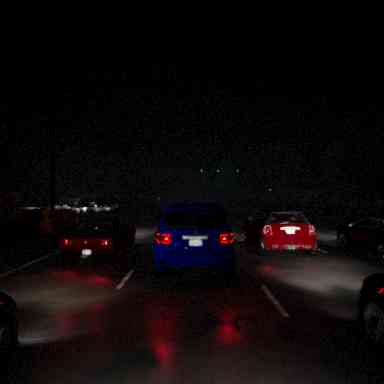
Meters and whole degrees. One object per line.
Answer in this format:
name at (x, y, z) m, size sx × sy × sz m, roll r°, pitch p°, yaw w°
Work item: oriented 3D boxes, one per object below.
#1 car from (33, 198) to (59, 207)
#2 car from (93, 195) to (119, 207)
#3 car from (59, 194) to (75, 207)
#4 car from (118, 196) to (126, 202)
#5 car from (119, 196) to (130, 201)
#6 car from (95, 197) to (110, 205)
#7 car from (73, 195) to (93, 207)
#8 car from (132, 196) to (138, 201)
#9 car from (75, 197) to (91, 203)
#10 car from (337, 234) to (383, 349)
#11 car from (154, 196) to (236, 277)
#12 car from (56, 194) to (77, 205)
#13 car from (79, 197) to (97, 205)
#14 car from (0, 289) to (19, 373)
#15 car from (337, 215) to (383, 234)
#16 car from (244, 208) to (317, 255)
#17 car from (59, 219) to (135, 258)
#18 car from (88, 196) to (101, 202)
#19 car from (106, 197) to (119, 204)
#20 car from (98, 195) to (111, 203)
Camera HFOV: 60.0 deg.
car at (-25.018, 1.805, 56.452) m, size 2.033 × 1.411 × 5.357 m, roll 0°, pitch 0°, yaw 0°
car at (-14.544, 1.480, 56.726) m, size 2.150 × 2.045 × 5.566 m, roll 0°, pitch 0°, yaw -1°
car at (-21.523, 1.486, 58.785) m, size 2.150 × 2.045 × 5.566 m, roll 0°, pitch 0°, yaw 0°
car at (-18.623, 1.837, 88.689) m, size 1.882 × 1.535 × 5.008 m, roll 0°, pitch 0°, yaw -7°
car at (-14.551, 1.839, 67.426) m, size 2.033 × 1.411 × 5.357 m, roll 0°, pitch 0°, yaw -1°
car at (-18.047, 1.816, 66.985) m, size 1.812 × 1.442 × 4.674 m, roll 0°, pitch 0°, yaw -1°
car at (-18.027, 1.750, 56.826) m, size 2.128 × 1.511 × 4.902 m, roll 0°, pitch 0°, yaw 0°
car at (-14.644, 1.863, 77.312) m, size 2.033 × 1.411 × 5.357 m, roll 0°, pitch 0°, yaw -1°
car at (-25.141, 1.863, 76.952) m, size 2.033 × 1.411 × 5.357 m, roll 0°, pitch 0°, yaw -1°
car at (3.596, 1.519, 3.426) m, size 2.128 × 1.511 × 4.902 m, roll 0°, pitch 0°, yaw 0°
car at (0.035, 1.306, 10.666) m, size 2.150 × 2.045 × 5.566 m, roll 0°, pitch 0°, yaw -1°
car at (-25.046, 1.516, 66.839) m, size 2.150 × 2.045 × 5.566 m, roll 0°, pitch 0°, yaw -1°
car at (-21.567, 1.838, 69.128) m, size 2.033 × 1.411 × 5.357 m, roll 0°, pitch 0°, yaw -1°
car at (-3.399, 1.373, 2.678) m, size 2.097 × 1.767 × 4.553 m, roll 0°, pitch -1°, yaw 0°
car at (7.027, 1.583, 12.082) m, size 2.128 × 1.511 × 4.902 m, roll 0°, pitch 0°, yaw 0°
car at (3.516, 1.458, 14.040) m, size 2.097 × 1.767 × 4.553 m, roll 0°, pitch 0°, yaw 0°
car at (-3.477, 1.702, 13.196) m, size 1.895 × 1.301 × 4.718 m, roll 0°, pitch 0°, yaw 0°
car at (-25.558, 1.881, 87.446) m, size 2.128 × 1.511 × 4.902 m, roll 0°, pitch 0°, yaw -3°
car at (-18.132, 1.820, 76.188) m, size 1.837 × 1.490 × 4.892 m, roll 0°, pitch 0°, yaw -1°
car at (-21.725, 1.696, 82.796) m, size 2.097 × 1.767 × 4.553 m, roll 0°, pitch 0°, yaw -1°
